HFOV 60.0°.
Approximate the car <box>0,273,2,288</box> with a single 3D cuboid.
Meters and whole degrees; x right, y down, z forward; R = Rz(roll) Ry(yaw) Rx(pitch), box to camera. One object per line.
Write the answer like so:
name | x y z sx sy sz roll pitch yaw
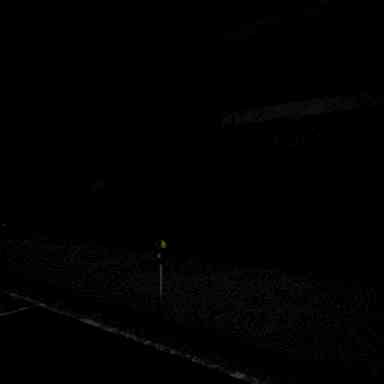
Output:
car | -6.073 1.440 7.412 4.097 1.590 1.967 0 0 36
